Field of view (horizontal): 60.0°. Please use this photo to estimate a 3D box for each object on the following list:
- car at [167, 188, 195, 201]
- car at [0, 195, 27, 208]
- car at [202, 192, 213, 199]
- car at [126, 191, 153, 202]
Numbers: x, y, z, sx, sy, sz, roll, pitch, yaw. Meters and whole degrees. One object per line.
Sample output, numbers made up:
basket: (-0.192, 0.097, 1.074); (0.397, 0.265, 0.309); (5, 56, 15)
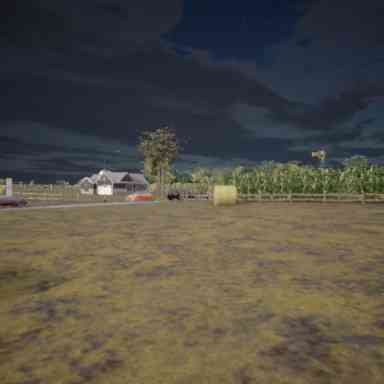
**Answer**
car: (-1.869, 0.416, 55.905); (2.150, 2.045, 5.566); (-1, 0, 37)
car: (-20.087, 1.054, 35.537); (1.812, 1.442, 4.674); (-1, 0, 36)
car: (4.122, 0.624, 64.299); (2.033, 1.411, 5.357); (-1, 0, 36)
car: (-8.225, 0.666, 51.994); (2.097, 1.767, 4.553); (-1, 0, 36)
